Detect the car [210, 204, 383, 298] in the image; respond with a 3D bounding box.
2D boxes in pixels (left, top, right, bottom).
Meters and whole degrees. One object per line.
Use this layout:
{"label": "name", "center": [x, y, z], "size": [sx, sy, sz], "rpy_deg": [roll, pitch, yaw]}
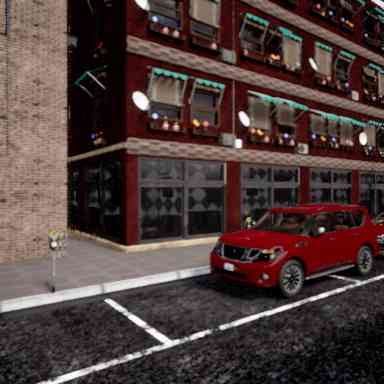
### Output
{"label": "car", "center": [2.842, 1.273, 8.590], "size": [5.009, 1.841, 2.192], "rpy_deg": [0, 0, -36]}
